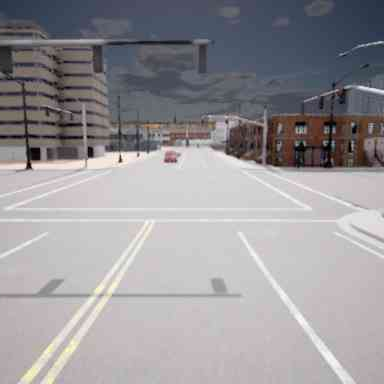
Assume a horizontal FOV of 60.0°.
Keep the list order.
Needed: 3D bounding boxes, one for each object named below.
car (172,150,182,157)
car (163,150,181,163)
[{"bbox_3d":[-3.520,-9.082,78.463,2.128,1.511,4.902,0,9,0],"label":"car"},{"bbox_3d":[-3.514,-5.825,55.373,2.150,2.045,5.566,0,11,0],"label":"car"}]
